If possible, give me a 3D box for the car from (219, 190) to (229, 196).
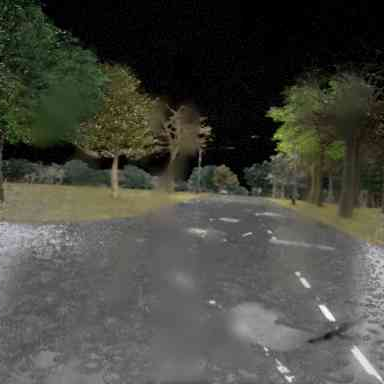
[{"bbox_3d":[7.301,0.212,75.311,1.994,1.385,4.181,4,1,14],"label":"car"}]
